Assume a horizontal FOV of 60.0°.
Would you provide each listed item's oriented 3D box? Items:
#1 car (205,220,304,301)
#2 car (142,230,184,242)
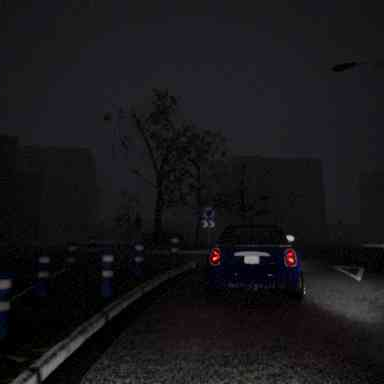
[{"bbox_3d":[1.701,1.589,9.047,2.097,1.767,4.553,-1,-4,12],"label":"car"},{"bbox_3d":[-3.364,5.157,38.640,4.892,1.490,1.837,1,-8,-7],"label":"car"}]
